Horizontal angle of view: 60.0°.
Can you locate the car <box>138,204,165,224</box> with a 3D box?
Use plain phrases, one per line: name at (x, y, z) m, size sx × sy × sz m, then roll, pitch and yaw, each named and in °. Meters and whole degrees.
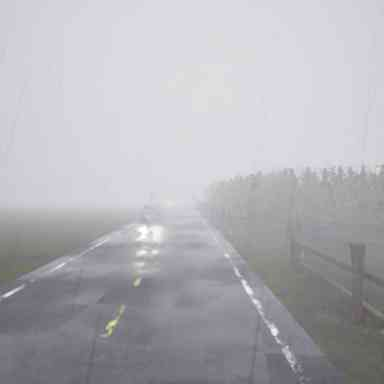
car at (-3.239, 1.750, 27.196) m, size 2.128 × 1.511 × 4.902 m, roll 0°, pitch -1°, yaw -2°
